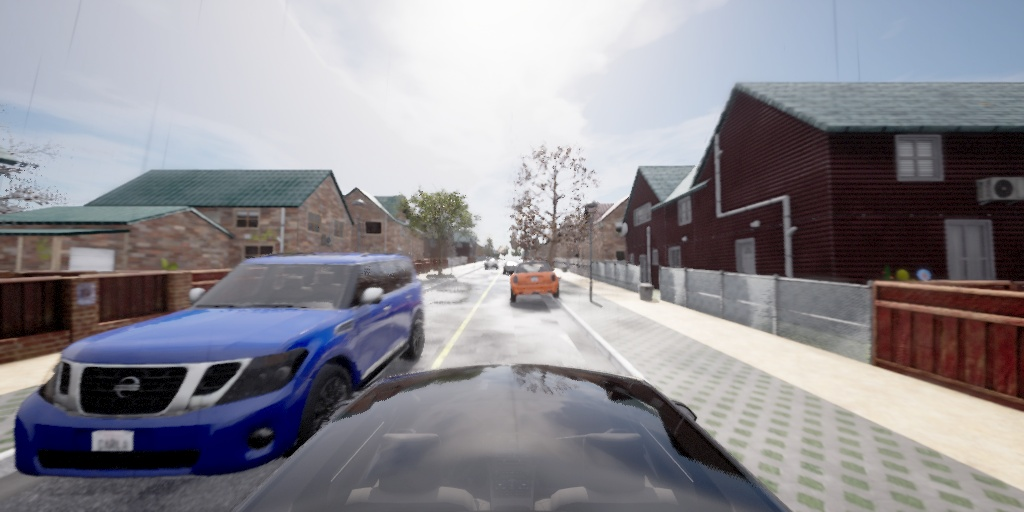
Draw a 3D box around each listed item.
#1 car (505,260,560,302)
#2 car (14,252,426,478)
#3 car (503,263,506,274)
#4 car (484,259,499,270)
[{"bbox_3d":[0.925,1.004,16.746,2.097,1.767,4.553,-3,-1,0],"label":"car"},{"bbox_3d":[-2.849,0.960,5.319,2.150,2.045,5.566,0,0,0],"label":"car"},{"bbox_3d":[0.028,1.201,38.614,1.994,1.385,4.181,0,0,1],"label":"car"},{"bbox_3d":[-2.815,1.100,49.378,2.128,1.511,4.902,0,0,0],"label":"car"}]
